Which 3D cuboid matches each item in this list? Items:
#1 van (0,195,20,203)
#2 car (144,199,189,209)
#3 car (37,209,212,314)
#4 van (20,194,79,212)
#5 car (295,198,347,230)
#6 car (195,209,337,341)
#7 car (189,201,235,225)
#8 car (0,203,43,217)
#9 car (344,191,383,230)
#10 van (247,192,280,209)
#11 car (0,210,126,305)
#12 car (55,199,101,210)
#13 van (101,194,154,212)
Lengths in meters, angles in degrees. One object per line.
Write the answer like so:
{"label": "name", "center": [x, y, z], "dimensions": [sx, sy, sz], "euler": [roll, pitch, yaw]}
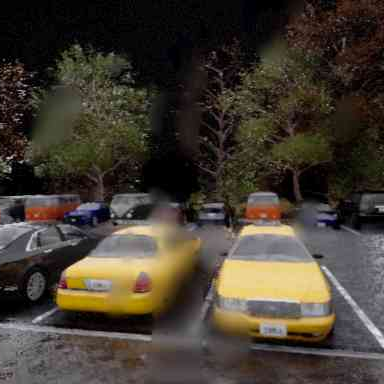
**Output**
{"label": "van", "center": [-11.950, 1.236, 23.037], "dimensions": [1.878, 1.987, 4.442], "euler": [-1, 1, 11]}
{"label": "car", "center": [-1.060, 1.319, 20.987], "dimensions": [2.163, 1.488, 4.792], "euler": [-1, 1, 11]}
{"label": "car", "center": [-0.956, 1.417, 7.782], "dimensions": [1.946, 1.575, 5.366], "euler": [-1, 1, 11]}
{"label": "van", "center": [-9.189, 1.188, 22.717], "dimensions": [1.878, 1.987, 4.442], "euler": [-1, 1, 11]}
{"label": "car", "center": [7.068, 1.237, 19.286], "dimensions": [2.163, 1.488, 4.792], "euler": [0, 1, 11]}
{"label": "car", "center": [1.570, 1.396, 6.893], "dimensions": [1.946, 1.575, 5.366], "euler": [0, 1, 11]}
{"label": "car", "center": [1.527, 1.288, 20.464], "dimensions": [2.163, 1.488, 4.792], "euler": [-1, 1, 11]}
{"label": "car", "center": [-6.425, 1.368, 8.729], "dimensions": [2.185, 1.767, 4.553], "euler": [-1, 1, 11]}
{"label": "car", "center": [9.791, 0.935, 18.790], "dimensions": [2.435, 2.045, 5.566], "euler": [0, 1, 11]}
{"label": "van", "center": [4.258, 1.004, 19.999], "dimensions": [1.878, 1.987, 4.442], "euler": [-1, 1, 11]}
{"label": "car", "center": [-3.707, 1.456, 8.143], "dimensions": [2.231, 1.521, 4.892], "euler": [-1, 1, 11]}
{"label": "car", "center": [-6.492, 1.370, 22.061], "dimensions": [2.097, 1.535, 5.008], "euler": [-1, 1, 11]}
{"label": "van", "center": [-3.788, 1.104, 21.396], "dimensions": [1.878, 1.987, 4.442], "euler": [-1, 1, 11]}
